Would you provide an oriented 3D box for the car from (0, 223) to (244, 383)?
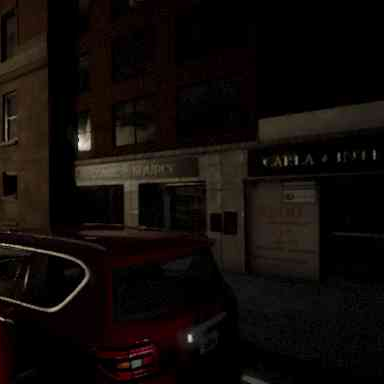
[{"bbox_3d":[-1.799,1.332,4.144,5.009,1.841,2.192,0,-1,36],"label":"car"}]
